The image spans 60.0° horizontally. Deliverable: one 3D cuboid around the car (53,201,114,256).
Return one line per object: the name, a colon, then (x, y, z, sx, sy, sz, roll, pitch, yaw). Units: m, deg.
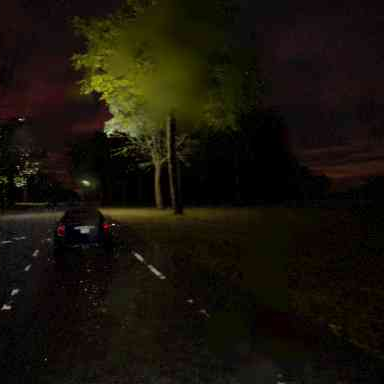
car: (-4.645, 1.454, 14.112, 2.097, 1.767, 4.553, -2, 0, -20)

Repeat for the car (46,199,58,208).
car: (-27.273, 2.211, 64.910, 1.837, 1.490, 4.892, -2, 0, -18)

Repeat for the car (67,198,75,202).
car: (-23.657, 2.159, 65.353, 2.033, 1.411, 5.357, -2, 0, -20)
